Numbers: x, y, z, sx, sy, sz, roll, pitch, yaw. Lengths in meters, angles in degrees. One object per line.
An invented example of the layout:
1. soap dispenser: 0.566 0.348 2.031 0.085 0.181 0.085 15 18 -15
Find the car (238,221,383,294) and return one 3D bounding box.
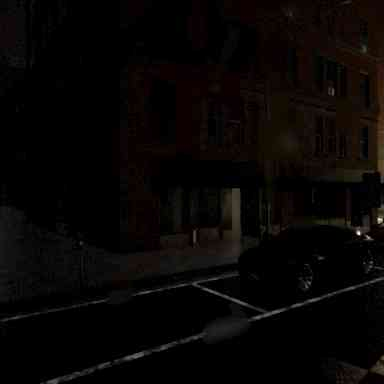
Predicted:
1. car: 3.165 1.565 8.801 4.313 1.339 1.947 0 0 -36
